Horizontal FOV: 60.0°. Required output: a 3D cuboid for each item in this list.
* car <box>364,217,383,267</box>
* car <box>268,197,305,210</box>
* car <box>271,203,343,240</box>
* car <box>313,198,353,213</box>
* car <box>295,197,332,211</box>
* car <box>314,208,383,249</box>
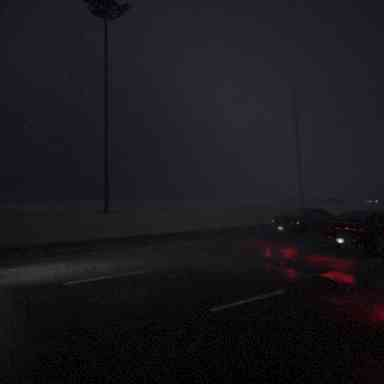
[{"bbox_3d":[6.854,1.461,8.645,4.902,1.511,2.128,0,0,-36],"label":"car"},{"bbox_3d":[12.297,1.390,43.044,4.902,1.511,2.128,0,0,-37],"label":"car"},{"bbox_3d":[5.926,1.484,16.585,4.674,1.442,1.812,0,0,-36],"label":"car"},{"bbox_3d":[15.599,1.406,36.770,4.892,1.490,1.837,0,0,-37],"label":"car"},{"bbox_3d":[14.835,1.373,40.575,5.008,1.535,1.882,0,0,-37],"label":"car"},{"bbox_3d":[7.240,1.466,13.223,4.892,1.490,1.837,0,0,-36],"label":"car"}]
